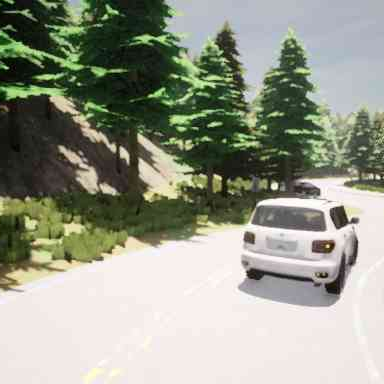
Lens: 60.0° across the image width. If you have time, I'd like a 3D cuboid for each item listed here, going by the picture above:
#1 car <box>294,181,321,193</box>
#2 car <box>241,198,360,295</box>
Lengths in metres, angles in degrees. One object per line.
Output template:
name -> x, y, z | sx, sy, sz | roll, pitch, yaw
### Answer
car -> 13.082, -0.434, 38.422 | 1.882, 1.535, 5.008 | -1, 5, -6
car -> 3.213, 1.210, 9.218 | 2.150, 2.045, 5.566 | 3, 2, 31
